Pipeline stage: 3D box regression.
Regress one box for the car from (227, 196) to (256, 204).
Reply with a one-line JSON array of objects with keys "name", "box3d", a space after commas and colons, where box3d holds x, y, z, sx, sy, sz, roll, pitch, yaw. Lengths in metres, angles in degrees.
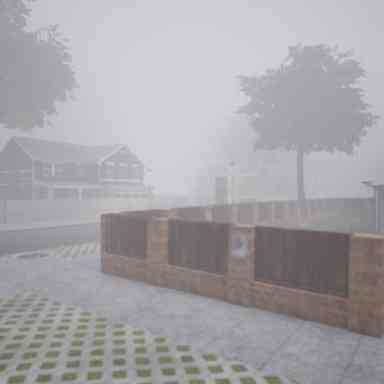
[{"name": "car", "box3d": [5.145, 1.326, 34.712, 2.097, 1.767, 4.553, 0, 0, 36]}]
